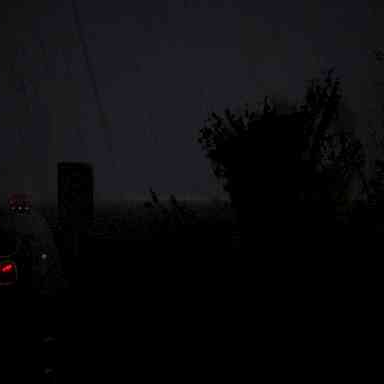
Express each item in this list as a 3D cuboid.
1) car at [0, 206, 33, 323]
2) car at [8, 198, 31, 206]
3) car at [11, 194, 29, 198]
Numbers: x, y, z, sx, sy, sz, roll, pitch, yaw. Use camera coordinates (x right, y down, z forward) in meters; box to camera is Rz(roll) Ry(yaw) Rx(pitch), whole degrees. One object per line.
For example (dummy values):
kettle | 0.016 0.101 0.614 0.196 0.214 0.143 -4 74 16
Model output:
car | -4.514 1.358 6.888 2.097 1.767 4.553 0 0 -24
car | -17.492 1.589 33.899 2.033 1.411 5.357 0 0 -27
car | -22.406 1.286 43.076 2.150 2.045 5.566 0 0 -29
